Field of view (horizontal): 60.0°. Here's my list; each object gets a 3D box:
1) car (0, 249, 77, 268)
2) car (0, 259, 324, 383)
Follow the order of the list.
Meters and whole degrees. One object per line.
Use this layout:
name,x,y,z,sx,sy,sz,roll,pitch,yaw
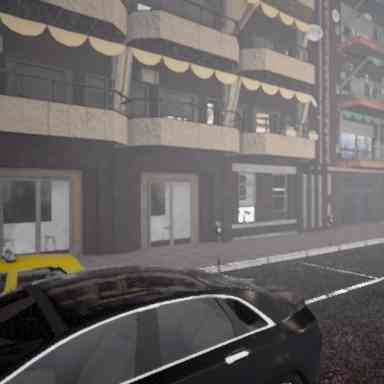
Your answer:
car,-2.803,1.525,4.566,4.829,1.417,1.752,0,0,-36
car,-0.899,1.504,2.738,4.892,1.490,1.837,0,0,-36
